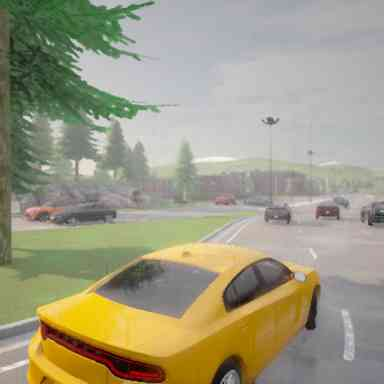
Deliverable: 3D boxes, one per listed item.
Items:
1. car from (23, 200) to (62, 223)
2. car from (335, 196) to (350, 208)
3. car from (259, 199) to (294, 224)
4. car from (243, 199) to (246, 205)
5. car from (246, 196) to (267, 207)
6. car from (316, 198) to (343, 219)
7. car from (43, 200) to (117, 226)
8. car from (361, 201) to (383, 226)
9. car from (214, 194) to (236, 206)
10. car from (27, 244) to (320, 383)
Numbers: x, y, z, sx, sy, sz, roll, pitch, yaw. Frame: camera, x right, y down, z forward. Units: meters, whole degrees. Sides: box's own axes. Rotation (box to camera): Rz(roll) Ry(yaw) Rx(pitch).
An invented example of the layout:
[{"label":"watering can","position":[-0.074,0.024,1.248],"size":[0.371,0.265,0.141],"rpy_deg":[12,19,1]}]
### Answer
[{"label":"car","position":[-10.715,1.410,26.157],"size":[2.097,1.767,4.553],"rpy_deg":[0,0,43]},{"label":"car","position":[22.605,1.507,50.506],"size":[2.097,1.767,4.553],"rpy_deg":[0,0,31]},{"label":"car","position":[6.872,1.567,26.046],"size":[2.128,1.511,4.902],"rpy_deg":[0,0,20]},{"label":"car","position":[10.824,1.662,60.585],"size":[2.128,1.511,4.902],"rpy_deg":[0,0,28]},{"label":"car","position":[10.659,1.501,52.726],"size":[2.097,1.767,4.553],"rpy_deg":[0,0,28]},{"label":"car","position":[12.400,1.569,30.148],"size":[1.882,1.535,5.008],"rpy_deg":[0,0,24]},{"label":"car","position":[-7.772,1.562,24.190],"size":[1.837,1.490,4.892],"rpy_deg":[0,0,43]},{"label":"car","position":[13.517,1.428,23.898],"size":[2.097,1.767,4.553],"rpy_deg":[0,0,20]},{"label":"car","position":[5.914,1.385,58.741],"size":[2.150,2.045,5.566],"rpy_deg":[0,-1,28]},{"label":"car","position":[0.373,1.491,4.711],"size":[1.882,1.535,5.008],"rpy_deg":[2,1,35]}]
